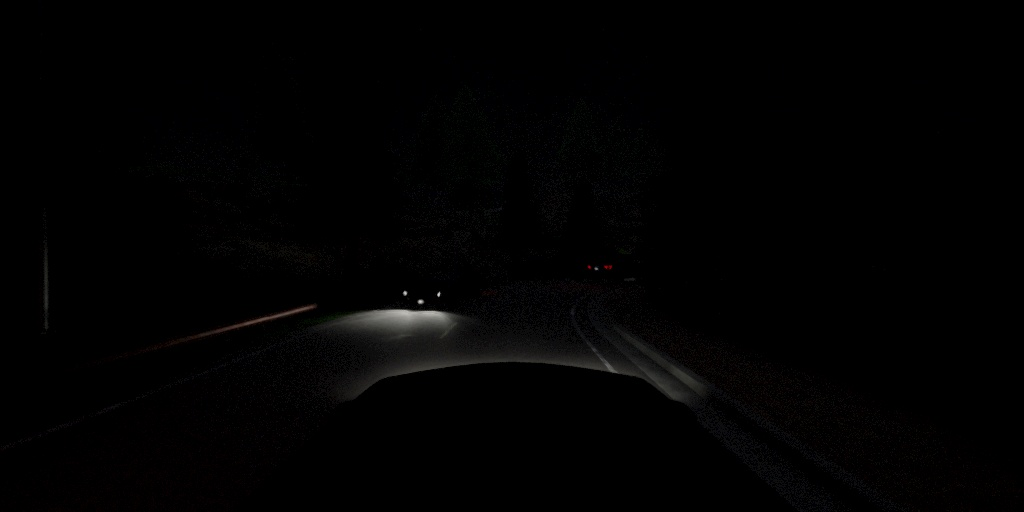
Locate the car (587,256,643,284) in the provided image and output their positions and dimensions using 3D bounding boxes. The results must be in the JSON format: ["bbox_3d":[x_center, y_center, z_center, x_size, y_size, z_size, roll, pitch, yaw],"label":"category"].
[{"bbox_3d":[7.962,0.988,27.042,5.566,2.045,2.150,0,-1,-42],"label":"car"}]

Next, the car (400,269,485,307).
[{"bbox_3d":[-2.737,1.294,15.748,2.033,1.411,5.357,0,0,14],"label":"car"}]
